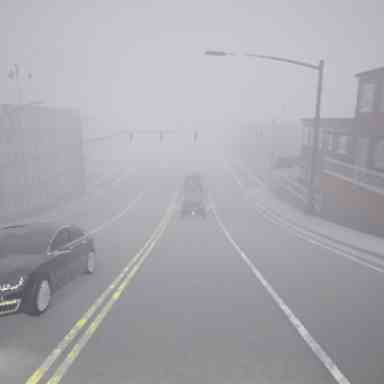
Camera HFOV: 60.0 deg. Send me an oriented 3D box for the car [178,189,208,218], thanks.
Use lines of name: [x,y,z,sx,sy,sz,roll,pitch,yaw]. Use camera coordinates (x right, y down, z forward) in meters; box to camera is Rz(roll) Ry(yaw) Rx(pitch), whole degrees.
car: [0.079,0.929,24.229,1.837,1.490,4.892,0,5,0]

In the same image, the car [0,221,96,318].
car: [-3.601,1.481,7.538,1.837,1.490,4.892,0,0,0]

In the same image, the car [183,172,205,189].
car: [0.242,-1.186,37.009,2.150,2.045,5.566,0,11,4]
